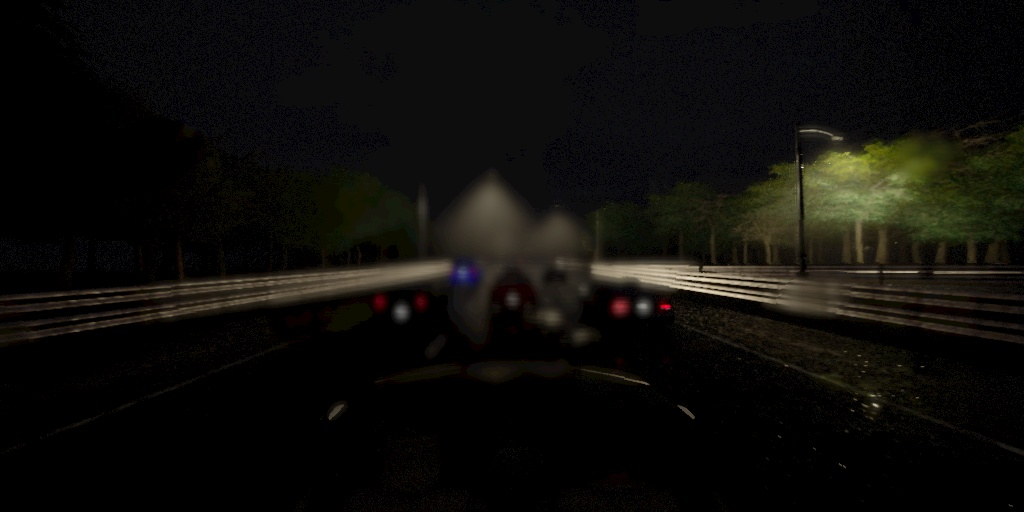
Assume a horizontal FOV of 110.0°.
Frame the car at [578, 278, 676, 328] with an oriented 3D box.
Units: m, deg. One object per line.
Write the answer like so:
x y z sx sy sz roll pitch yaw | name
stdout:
3.522 1.440 12.000 2.033 1.411 5.357 0 -1 1 | car

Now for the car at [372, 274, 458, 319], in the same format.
-3.464 1.513 13.516 1.895 1.301 4.718 0 -1 0 | car

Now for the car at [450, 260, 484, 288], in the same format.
-3.473 1.326 28.056 2.150 2.045 5.566 0 0 0 | car

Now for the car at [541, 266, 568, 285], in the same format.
3.548 1.605 30.300 1.882 1.535 5.008 0 0 1 | car

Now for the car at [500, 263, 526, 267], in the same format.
0.047 1.606 30.341 1.882 1.535 5.008 0 0 0 | car

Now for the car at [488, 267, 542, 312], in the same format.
0.050 1.415 15.312 1.882 1.535 5.008 0 0 0 | car
